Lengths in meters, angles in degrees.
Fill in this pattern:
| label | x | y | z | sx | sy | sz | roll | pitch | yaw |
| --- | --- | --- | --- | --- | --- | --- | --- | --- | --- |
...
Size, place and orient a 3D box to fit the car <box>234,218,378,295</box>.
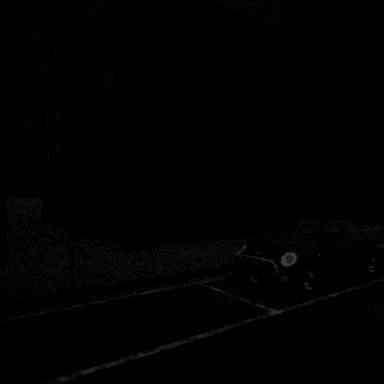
| label | x | y | z | sx | sy | sz | roll | pitch | yaw |
| --- | --- | --- | --- | --- | --- | --- | --- | --- | --- |
| car | 3.022 | 1.455 | 8.687 | 4.097 | 1.590 | 1.967 | 0 | 0 | -35 |
